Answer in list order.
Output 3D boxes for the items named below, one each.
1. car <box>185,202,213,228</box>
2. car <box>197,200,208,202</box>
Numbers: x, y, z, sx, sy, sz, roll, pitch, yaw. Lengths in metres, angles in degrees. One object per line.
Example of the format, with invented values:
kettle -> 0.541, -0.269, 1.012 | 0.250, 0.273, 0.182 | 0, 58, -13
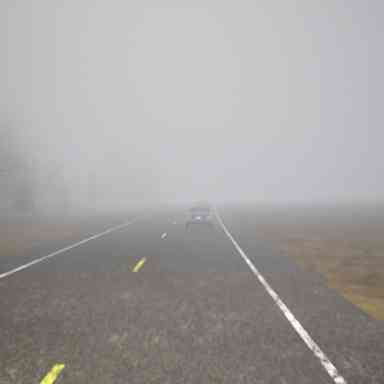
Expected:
car -> 0.503, 1.643, 22.919 | 2.033, 1.411, 5.357 | 0, 0, 2
car -> 1.296, 1.693, 41.727 | 1.812, 1.442, 4.674 | 0, 0, 3
